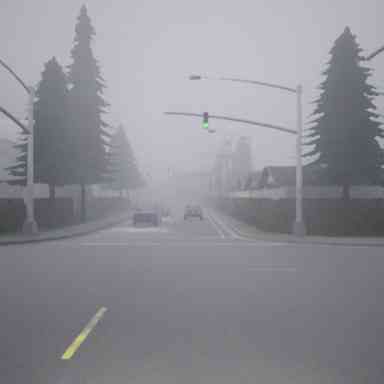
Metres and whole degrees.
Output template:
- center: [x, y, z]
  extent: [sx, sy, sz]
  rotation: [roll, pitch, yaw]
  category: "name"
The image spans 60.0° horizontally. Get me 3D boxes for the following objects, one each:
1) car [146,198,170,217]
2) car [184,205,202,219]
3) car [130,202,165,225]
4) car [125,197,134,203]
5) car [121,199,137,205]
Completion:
- center: [-3.596, 1.837, 37.503]
  extent: [2.097, 1.767, 4.553]
  rotation: [0, -1, 0]
  category: "car"
- center: [0.105, 1.985, 33.812]
  extent: [2.033, 1.411, 5.357]
  rotation: [0, -1, 0]
  category: "car"
- center: [-3.597, 1.832, 27.348]
  extent: [1.882, 1.535, 5.008]
  rotation: [0, -1, 0]
  category: "car"
- center: [-16.802, 2.135, 81.940]
  extent: [3.866, 1.878, 1.905]
  rotation: [0, -1, -1]
  category: "car"
- center: [-16.212, 2.462, 85.265]
  extent: [3.806, 1.475, 1.970]
  rotation: [0, -1, -1]
  category: "car"
